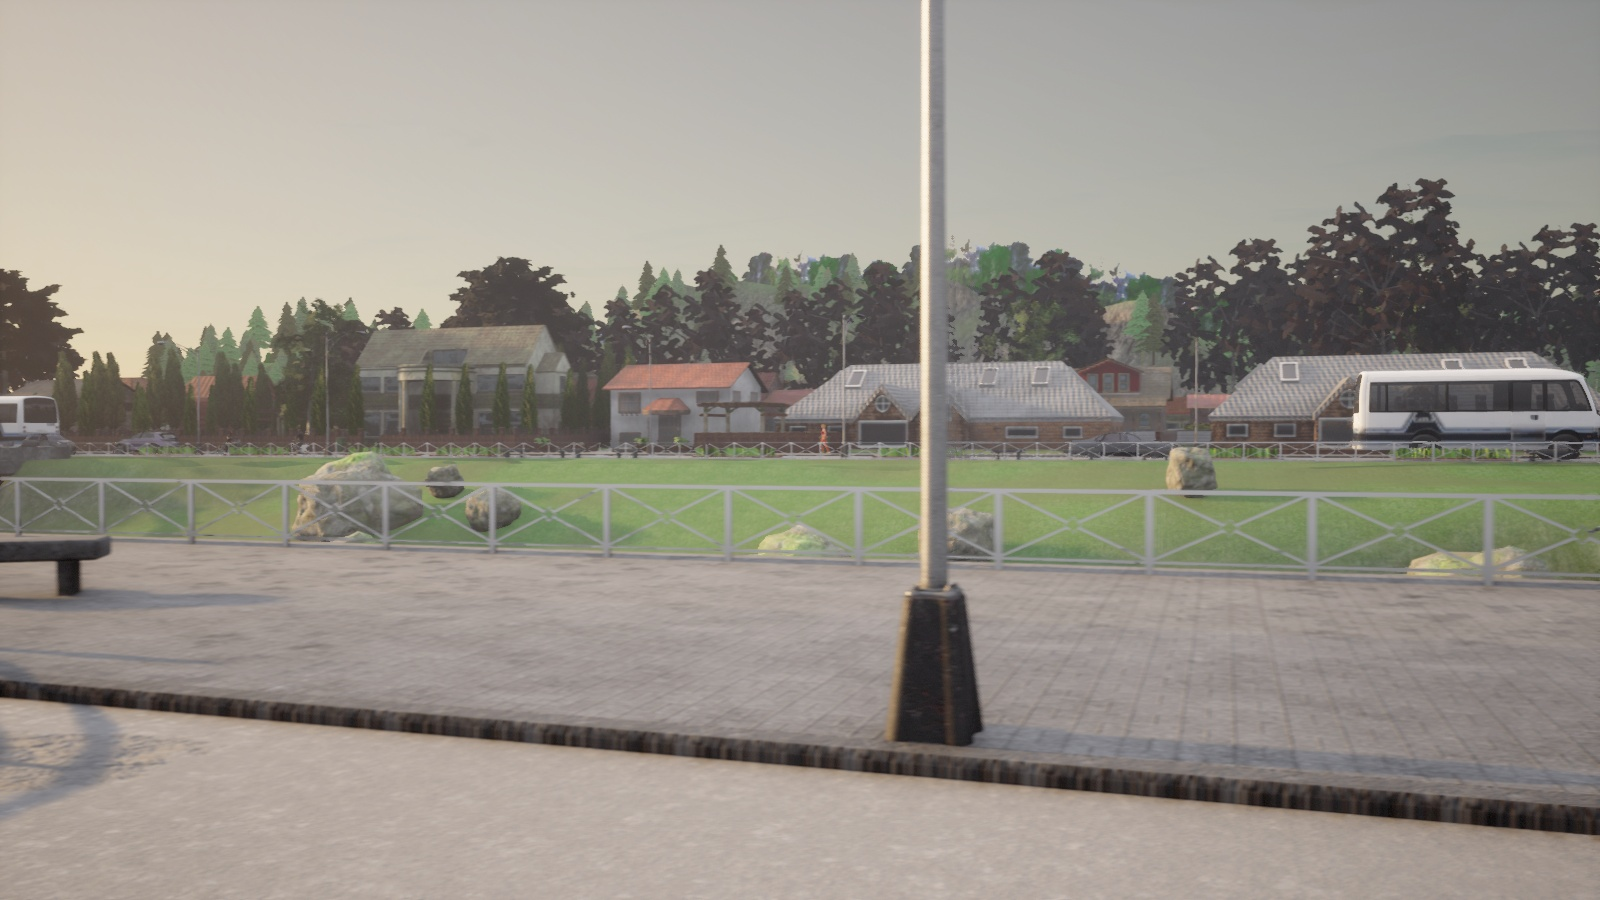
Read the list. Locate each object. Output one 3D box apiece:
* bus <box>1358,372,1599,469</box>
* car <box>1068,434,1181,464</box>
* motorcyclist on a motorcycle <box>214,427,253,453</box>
[{"bbox_3d":[31.654,-1.361,58.091,10.273,4.253,3.944,1,1,19],"label":"bus"},{"bbox_3d":[16.336,-0.078,63.269,5.357,1.411,2.033,1,1,19],"label":"car"},{"bbox_3d":[-36.578,-0.659,81.084,2.350,1.649,0.766,1,1,19],"label":"motorcyclist on a motorcycle"}]
